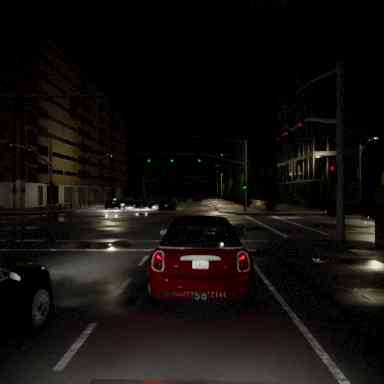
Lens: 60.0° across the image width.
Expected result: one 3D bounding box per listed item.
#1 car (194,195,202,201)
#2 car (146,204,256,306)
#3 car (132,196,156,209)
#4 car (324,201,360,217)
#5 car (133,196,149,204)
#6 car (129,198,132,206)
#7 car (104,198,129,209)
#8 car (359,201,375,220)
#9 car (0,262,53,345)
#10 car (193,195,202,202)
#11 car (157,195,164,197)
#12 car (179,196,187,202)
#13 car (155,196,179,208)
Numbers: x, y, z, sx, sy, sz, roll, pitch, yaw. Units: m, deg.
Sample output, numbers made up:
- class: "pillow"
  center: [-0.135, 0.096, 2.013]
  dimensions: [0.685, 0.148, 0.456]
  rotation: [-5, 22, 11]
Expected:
- class: "car"
  center: [1.532, 1.478, 83.918]
  dimensions: [1.882, 1.535, 5.008]
  rotation: [0, 0, 2]
- class: "car"
  center: [0.224, 1.351, 8.217]
  dimensions: [2.097, 1.767, 4.553]
  rotation: [0, 0, 2]
- class: "car"
  center: [-6.639, 1.564, 46.072]
  dimensions: [1.994, 1.385, 4.181]
  rotation: [0, 0, 1]
- class: "car"
  center: [14.500, 1.547, 29.957]
  dimensions: [4.902, 1.511, 2.128]
  rotation: [0, 0, 1]
- class: "car"
  center: [-9.645, 1.491, 62.970]
  dimensions: [2.128, 1.511, 4.902]
  rotation: [0, 0, 2]
- class: "car"
  center: [-9.981, 1.601, 52.878]
  dimensions: [1.895, 1.301, 4.718]
  rotation: [0, 0, 2]
- class: "car"
  center: [-10.169, 1.564, 44.076]
  dimensions: [1.994, 1.385, 4.181]
  rotation: [0, 0, 1]
- class: "car"
  center: [16.688, 1.603, 26.410]
  dimensions: [5.357, 1.411, 2.033]
  rotation: [0, 0, 1]
- class: "car"
  center: [-3.394, 1.492, 3.943]
  dimensions: [2.128, 1.511, 4.902]
  rotation: [0, 0, 1]
- class: "car"
  center: [1.233, 1.478, 73.764]
  dimensions: [1.882, 1.535, 5.008]
  rotation: [0, 0, 2]
- class: "car"
  center: [-6.415, 1.491, 54.963]
  dimensions: [2.128, 1.511, 4.902]
  rotation: [0, 0, 2]
- class: "car"
  center: [-2.176, 1.540, 76.893]
  dimensions: [2.033, 1.411, 5.357]
  rotation: [0, 0, 2]
- class: "car"
  center: [-3.059, 1.564, 41.953]
  dimensions: [1.994, 1.385, 4.181]
  rotation: [0, 0, 1]
